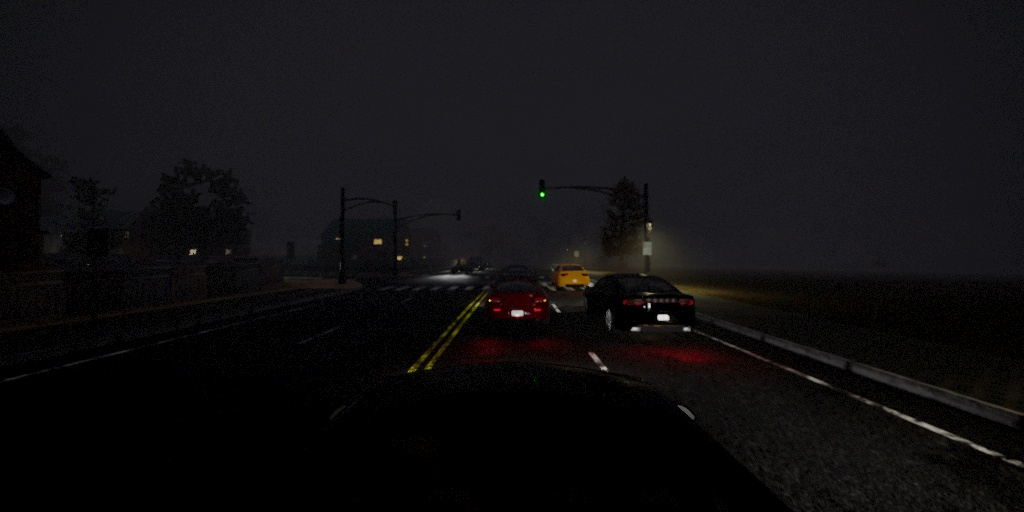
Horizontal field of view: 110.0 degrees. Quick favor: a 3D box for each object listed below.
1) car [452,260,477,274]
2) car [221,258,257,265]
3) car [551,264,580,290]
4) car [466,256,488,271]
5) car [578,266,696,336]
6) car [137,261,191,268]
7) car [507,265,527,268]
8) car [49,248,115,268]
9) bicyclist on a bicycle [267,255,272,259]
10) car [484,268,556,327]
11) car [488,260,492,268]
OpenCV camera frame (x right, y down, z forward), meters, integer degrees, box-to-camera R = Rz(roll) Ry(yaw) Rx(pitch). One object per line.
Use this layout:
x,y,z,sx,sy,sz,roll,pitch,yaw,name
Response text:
-5.752,1.392,41.955,1.895,1.301,4.718,0,0,3,car
-21.261,0.887,29.197,5.008,1.535,1.882,1,-1,15,car
3.585,1.237,22.601,1.882,1.535,5.008,0,0,1,car
-5.272,1.031,51.851,2.150,2.045,5.566,0,0,3,car
3.400,1.230,10.490,1.882,1.535,5.008,0,0,0,car
-31.066,0.847,31.845,4.718,1.301,1.895,1,-1,15,car
0.339,1.287,23.438,1.812,1.442,4.674,0,0,1,car
-41.164,0.299,34.590,5.566,2.045,2.150,1,-1,15,car
-24.497,0.752,36.149,0.582,1.620,1.656,1,-1,15,bicyclist on a bicycle
0.160,1.278,11.381,1.812,1.442,4.674,0,0,1,car
-4.625,1.312,62.117,1.882,1.535,5.008,0,0,4,car
